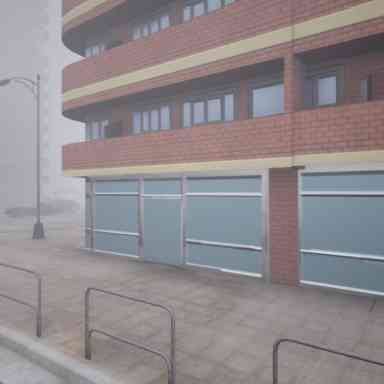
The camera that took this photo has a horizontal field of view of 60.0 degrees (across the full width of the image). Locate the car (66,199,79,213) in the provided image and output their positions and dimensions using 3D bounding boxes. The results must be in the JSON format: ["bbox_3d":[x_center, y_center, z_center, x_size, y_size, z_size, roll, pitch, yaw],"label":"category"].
[{"bbox_3d":[-14.405,1.505,35.446,1.837,1.490,4.892,0,0,36],"label":"car"}]

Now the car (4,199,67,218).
[{"bbox_3d":[-14.121,1.601,29.910,1.895,1.301,4.718,0,0,36],"label":"car"}]
